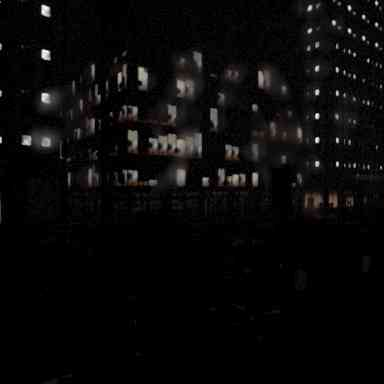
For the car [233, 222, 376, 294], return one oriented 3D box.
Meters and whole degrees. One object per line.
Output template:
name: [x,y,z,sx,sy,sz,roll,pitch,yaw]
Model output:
car: [3.075,1.526,8.764,4.507,1.381,1.887,0,0,-36]
